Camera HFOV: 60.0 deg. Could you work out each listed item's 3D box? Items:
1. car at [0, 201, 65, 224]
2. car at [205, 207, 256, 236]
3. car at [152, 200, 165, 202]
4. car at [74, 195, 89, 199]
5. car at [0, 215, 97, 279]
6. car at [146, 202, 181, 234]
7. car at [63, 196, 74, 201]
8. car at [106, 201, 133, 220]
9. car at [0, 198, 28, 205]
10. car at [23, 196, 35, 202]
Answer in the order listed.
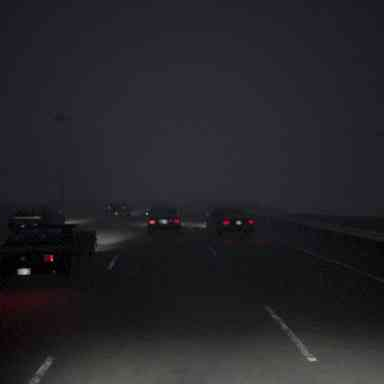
[{"bbox_3d":[-8.689,1.516,19.088,2.128,1.511,4.902,0,0,-6],"label":"car"},{"bbox_3d":[1.967,1.520,18.402,2.033,1.411,5.357,0,0,-6],"label":"car"},{"bbox_3d":[-3.847,1.583,38.644,1.895,1.301,4.718,0,0,-6],"label":"car"},{"bbox_3d":[-26.358,1.507,80.791,2.033,1.411,5.357,0,0,-6],"label":"car"},{"bbox_3d":[-4.212,1.612,10.144,1.895,1.301,4.718,0,0,-5],"label":"car"},{"bbox_3d":[-1.642,1.537,19.179,2.033,1.411,5.357,0,0,-6],"label":"car"},{"bbox_3d":[-29.925,1.588,81.186,1.994,1.385,4.181,0,0,-6],"label":"car"},{"bbox_3d":[-6.239,1.495,28.658,2.128,1.511,4.902,0,0,-6],"label":"car"},{"bbox_3d":[-21.762,1.670,39.640,1.895,1.301,4.718,0,0,-6],"label":"car"},{"bbox_3d":[-36.039,1.605,72.997,1.837,1.490,4.892,0,0,-6],"label":"car"}]
